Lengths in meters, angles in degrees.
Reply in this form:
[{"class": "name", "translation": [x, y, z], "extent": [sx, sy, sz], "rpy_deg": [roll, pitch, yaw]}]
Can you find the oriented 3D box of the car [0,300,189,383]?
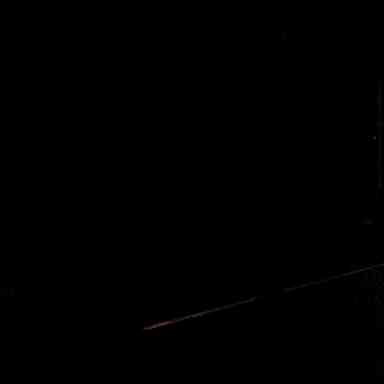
[{"class": "car", "translation": [-2.439, 1.599, 2.230], "extent": [4.718, 1.301, 1.895], "rpy_deg": [0, 0, -35]}]
